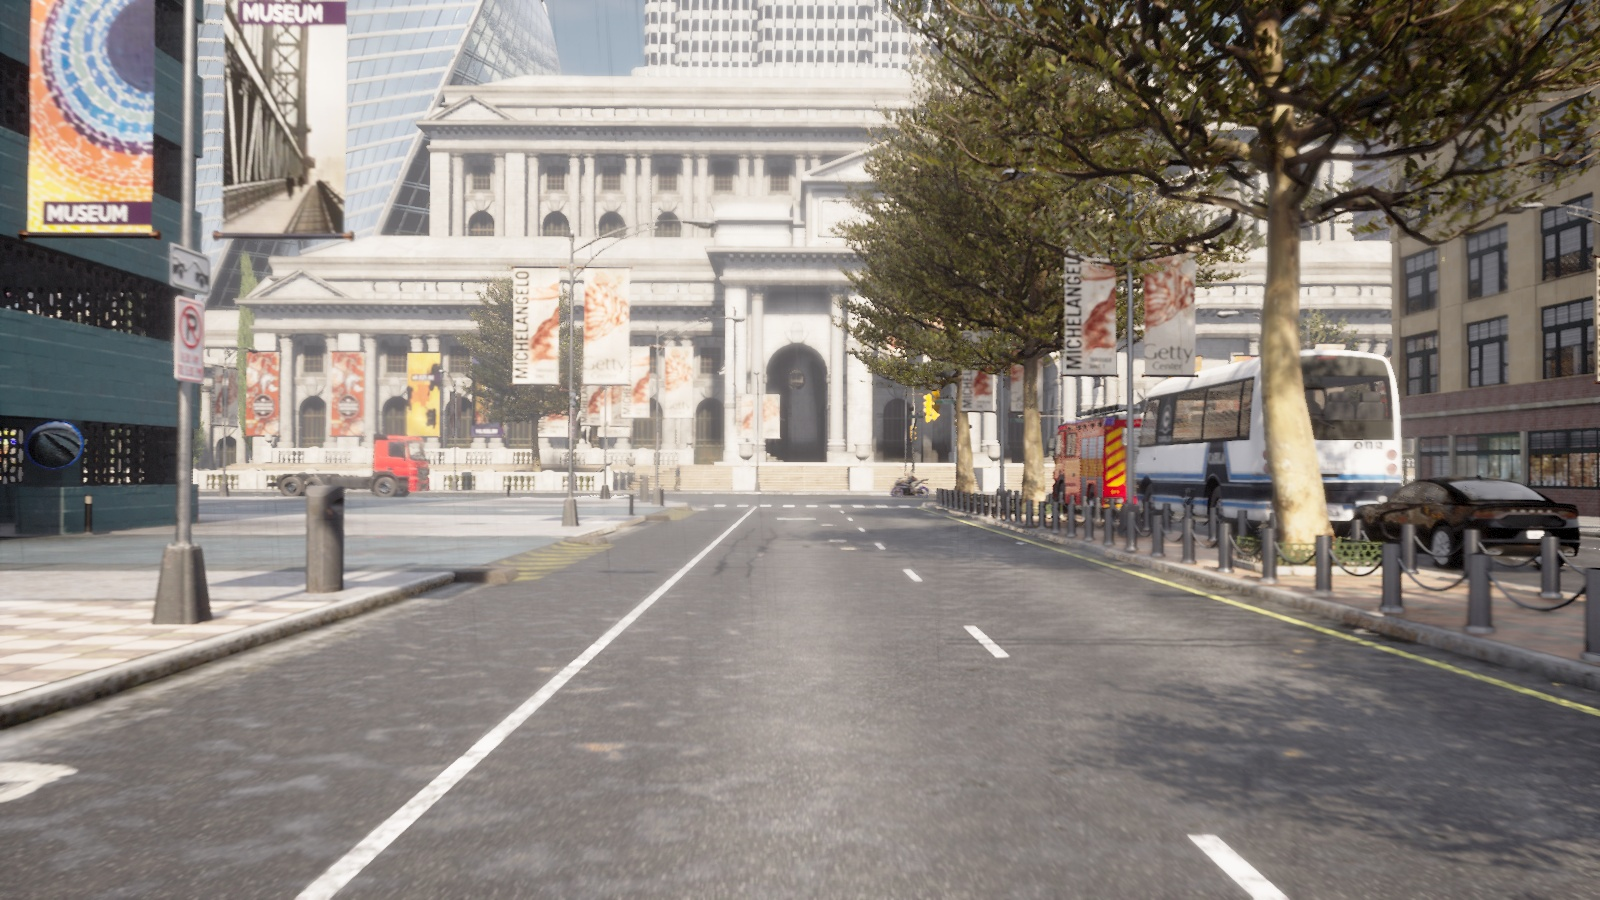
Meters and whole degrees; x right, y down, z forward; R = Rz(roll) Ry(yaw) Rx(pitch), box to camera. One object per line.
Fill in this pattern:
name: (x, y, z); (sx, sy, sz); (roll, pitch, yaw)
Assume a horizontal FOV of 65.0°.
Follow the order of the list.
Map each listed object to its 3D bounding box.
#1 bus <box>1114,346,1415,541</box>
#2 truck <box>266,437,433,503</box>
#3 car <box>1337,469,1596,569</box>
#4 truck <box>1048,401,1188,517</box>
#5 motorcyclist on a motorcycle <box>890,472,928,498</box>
bus: (11.415, -0.063, 32.557); (3.944, 4.253, 10.273); (0, -1, 0)
truck: (-24.248, 1.066, 67.869); (7.936, 3.462, 2.891); (0, -1, 0)
car: (11.447, 1.116, 22.055); (1.882, 1.535, 5.008); (0, -1, 0)
truck: (11.338, 0.369, 45.640); (2.891, 3.827, 8.468); (0, -1, 0)
motorcyclist on a motorcycle: (6.471, 2.076, 74.811); (2.191, 1.530, 0.866); (0, -1, 0)
